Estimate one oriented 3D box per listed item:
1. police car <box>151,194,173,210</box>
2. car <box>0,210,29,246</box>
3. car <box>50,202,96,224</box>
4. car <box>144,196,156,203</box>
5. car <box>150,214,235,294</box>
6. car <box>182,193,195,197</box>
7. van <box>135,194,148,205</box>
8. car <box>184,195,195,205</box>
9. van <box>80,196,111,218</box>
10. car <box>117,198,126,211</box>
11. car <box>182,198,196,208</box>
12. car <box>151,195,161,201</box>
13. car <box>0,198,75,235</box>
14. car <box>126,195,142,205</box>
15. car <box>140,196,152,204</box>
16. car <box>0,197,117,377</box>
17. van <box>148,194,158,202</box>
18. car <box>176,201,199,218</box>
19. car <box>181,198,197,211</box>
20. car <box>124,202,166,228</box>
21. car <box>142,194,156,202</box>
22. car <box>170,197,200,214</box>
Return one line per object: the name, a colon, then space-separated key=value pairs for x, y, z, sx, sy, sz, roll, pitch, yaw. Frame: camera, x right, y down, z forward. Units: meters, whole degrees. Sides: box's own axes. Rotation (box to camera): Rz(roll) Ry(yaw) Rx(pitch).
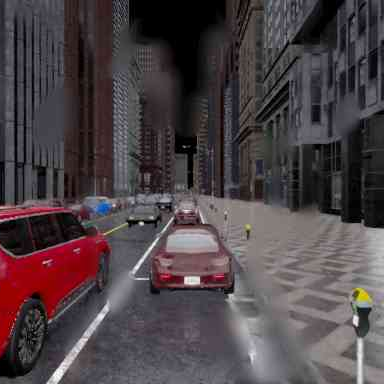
police car: x=-3.144 y=1.423 z=38.365 sx=1.930 sy=1.638 sz=5.238 roll=0 pitch=0 yaw=0
car: x=-8.910 y=1.565 z=14.070 sx=1.947 sy=1.339 sz=4.313 roll=0 pitch=0 yaw=0
car: x=-8.910 y=1.544 z=25.344 sx=1.887 sy=1.381 sz=4.507 roll=0 pitch=0 yaw=0
car: x=-8.911 y=1.552 z=70.437 sx=2.008 sy=1.369 sz=4.403 roll=0 pitch=0 yaw=0
car: x=0.003 y=1.525 z=8.651 sx=1.812 sy=1.442 sz=4.674 roll=0 pitch=0 yaw=0
car: x=-0.386 y=1.314 z=36.627 sx=2.192 sy=1.841 sz=5.009 roll=0 pitch=0 yaw=0
van: x=-8.911 y=1.340 z=59.164 sx=1.690 sy=1.788 sz=3.998 roll=0 pitch=0 yaw=0
car: x=-0.386 y=1.439 z=59.171 sx=1.967 sy=1.590 sz=4.097 roll=0 pitch=0 yaw=0
van: x=-8.911 y=1.340 z=30.980 sx=1.690 sy=1.788 sz=3.998 roll=0 pitch=0 yaw=0
car: x=-8.911 y=1.439 z=36.617 sx=1.967 sy=1.590 sz=4.097 roll=0 pitch=0 yaw=0
car: x=-0.385 y=1.564 z=47.899 sx=1.947 sy=1.339 sz=4.313 roll=0 pitch=0 yaw=0
car: x=-8.911 y=1.446 z=81.710 sx=1.967 sy=1.590 sz=4.097 roll=0 pitch=0 yaw=0
car: x=-8.911 y=1.314 z=19.706 sx=2.192 sy=1.841 sz=5.009 roll=0 pitch=0 yaw=0
car: x=-8.911 y=1.439 z=47.891 sx=1.967 sy=1.590 sz=4.097 roll=0 pitch=0 yaw=0
car: x=-8.911 y=1.525 z=64.631 sx=1.752 sy=1.417 sz=4.829 roll=0 pitch=0 yaw=0
car: x=-3.046 y=1.220 z=5.677 sx=2.150 sy=2.045 sz=5.566 roll=0 pitch=0 yaw=0
van: x=-8.911 y=1.344 z=76.073 sx=1.690 sy=1.788 sz=3.998 roll=0 pitch=0 yaw=0
car: x=-0.385 y=1.565 z=30.990 sx=1.947 sy=1.339 sz=4.313 roll=0 pitch=0 yaw=0
car: x=-0.385 y=1.543 z=42.263 sx=1.887 sy=1.381 sz=4.507 roll=0 pitch=0 yaw=0
car: x=-3.045 y=1.600 z=22.362 sx=1.895 sy=1.301 sz=4.718 roll=0 pitch=0 yaw=0
car: x=-6.145 y=1.363 z=49.167 sx=2.097 sy=1.767 sz=4.553 roll=0 pitch=0 yaw=0
car: x=-0.386 y=1.439 z=25.353 sx=1.967 sy=1.590 sz=4.097 roll=0 pitch=0 yaw=0
